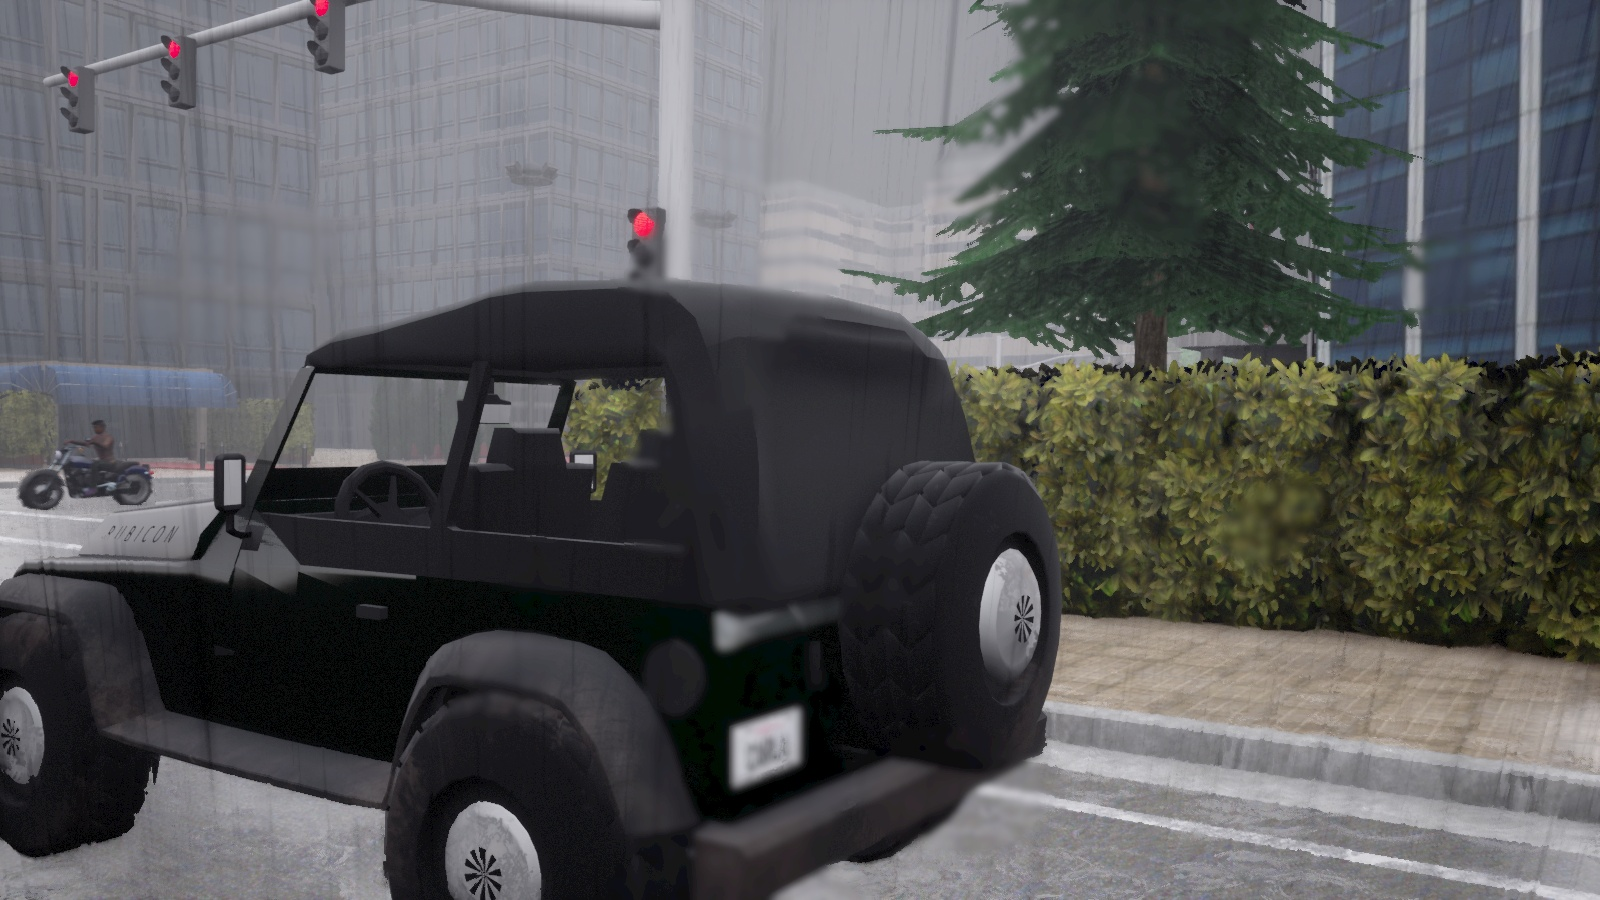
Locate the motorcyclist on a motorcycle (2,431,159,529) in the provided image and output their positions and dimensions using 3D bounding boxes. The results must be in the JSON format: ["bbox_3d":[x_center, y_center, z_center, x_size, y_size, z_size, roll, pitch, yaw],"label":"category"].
[{"bbox_3d":[-12.862,0.491,22.538,0.766,1.649,2.350,0,1,31],"label":"motorcyclist on a motorcycle"}]

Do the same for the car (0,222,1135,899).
[{"bbox_3d":[-1.061,0.478,4.325,3.866,1.878,1.905,0,1,34],"label":"car"}]
